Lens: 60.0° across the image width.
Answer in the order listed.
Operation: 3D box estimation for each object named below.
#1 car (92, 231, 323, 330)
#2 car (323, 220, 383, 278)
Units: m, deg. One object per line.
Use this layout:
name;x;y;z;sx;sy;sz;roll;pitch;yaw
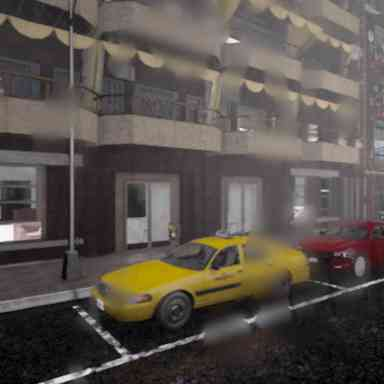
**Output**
car;0.453;1.538;6.889;4.829;1.417;1.752;0;0;-36
car;5.090;1.574;10.197;4.507;1.381;1.887;0;0;-36
